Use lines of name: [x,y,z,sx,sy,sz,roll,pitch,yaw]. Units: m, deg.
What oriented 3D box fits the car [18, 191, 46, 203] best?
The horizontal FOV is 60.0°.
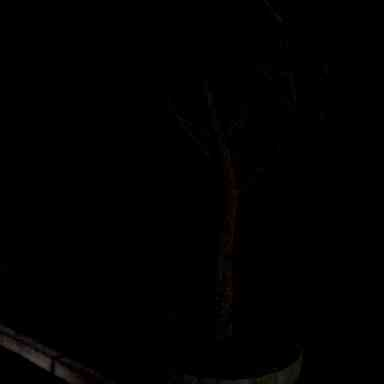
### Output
car: [-20.051,0.922,40.744,2.150,2.045,5.566,1,0,32]
